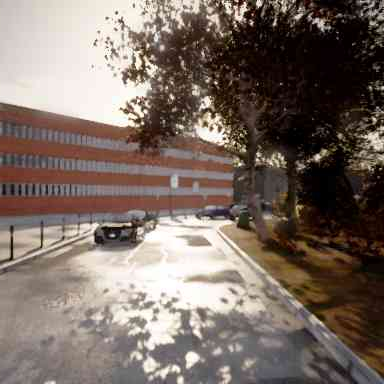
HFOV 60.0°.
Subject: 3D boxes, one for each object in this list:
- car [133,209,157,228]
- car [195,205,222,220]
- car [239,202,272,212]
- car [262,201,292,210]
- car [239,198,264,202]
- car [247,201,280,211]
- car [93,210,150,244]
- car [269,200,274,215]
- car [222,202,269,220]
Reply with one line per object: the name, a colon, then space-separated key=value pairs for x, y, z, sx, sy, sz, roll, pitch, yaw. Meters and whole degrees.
car: x=-3.678 y=1.909 z=23.102 sx=1.812 sy=1.442 sz=4.674 roll=0 pitch=-1 yaw=7
car: x=2.222 y=2.061 z=34.603 sx=1.812 sy=1.442 sz=4.674 roll=0 pitch=-1 yaw=36
car: x=10.014 y=2.297 z=52.393 sx=4.674 sy=1.452 sz=2.002 roll=0 pitch=-1 yaw=37
car: x=15.099 y=2.376 z=59.176 sx=4.674 sy=1.452 sz=2.002 roll=0 pitch=-1 yaw=37
car: x=8.299 y=1.978 z=50.151 sx=5.566 sy=2.045 sz=2.435 roll=0 pitch=-1 yaw=37
car: x=11.708 y=2.285 z=54.657 sx=5.008 sy=1.535 sz=2.097 roll=0 pitch=-1 yaw=37
car: x=-3.580 y=1.817 z=17.047 sx=1.994 sy=1.385 sz=4.181 roll=0 pitch=-1 yaw=1
car: x=11.705 y=1.872 z=41.858 sx=2.150 sy=2.045 sz=5.566 roll=0 pitch=-1 yaw=37
car: x=5.447 y=2.017 z=33.358 sx=2.128 sy=1.511 sz=4.902 roll=0 pitch=-1 yaw=37
